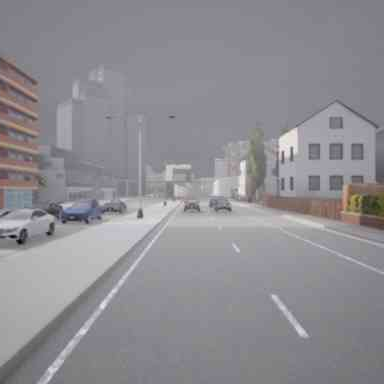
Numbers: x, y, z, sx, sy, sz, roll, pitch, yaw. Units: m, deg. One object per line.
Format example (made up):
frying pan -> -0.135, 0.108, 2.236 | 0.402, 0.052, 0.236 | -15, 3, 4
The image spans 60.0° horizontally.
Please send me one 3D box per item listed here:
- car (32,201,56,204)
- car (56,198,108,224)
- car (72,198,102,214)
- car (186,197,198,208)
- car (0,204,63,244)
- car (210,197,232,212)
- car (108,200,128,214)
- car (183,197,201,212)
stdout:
car -> -11.582, 1.471, 25.804 | 2.128, 1.511, 4.902 | 0, 0, 0
car -> -8.088, 1.458, 24.944 | 1.882, 1.535, 5.008 | 0, 0, 0
car -> -11.552, 1.474, 36.945 | 1.837, 1.490, 4.892 | 0, 1, 0
car -> -0.001, 1.489, 49.161 | 1.812, 1.442, 4.674 | 0, 0, 0
car -> -8.092, 1.513, 15.846 | 1.812, 1.442, 4.674 | 0, 0, 0
car -> 3.497, 1.519, 38.317 | 2.033, 1.411, 5.357 | 0, 0, 0
car -> -8.051, 1.537, 34.842 | 1.994, 1.385, 4.181 | 0, 0, 1
car -> -0.003, 1.497, 38.734 | 1.812, 1.442, 4.674 | 0, 0, 0
